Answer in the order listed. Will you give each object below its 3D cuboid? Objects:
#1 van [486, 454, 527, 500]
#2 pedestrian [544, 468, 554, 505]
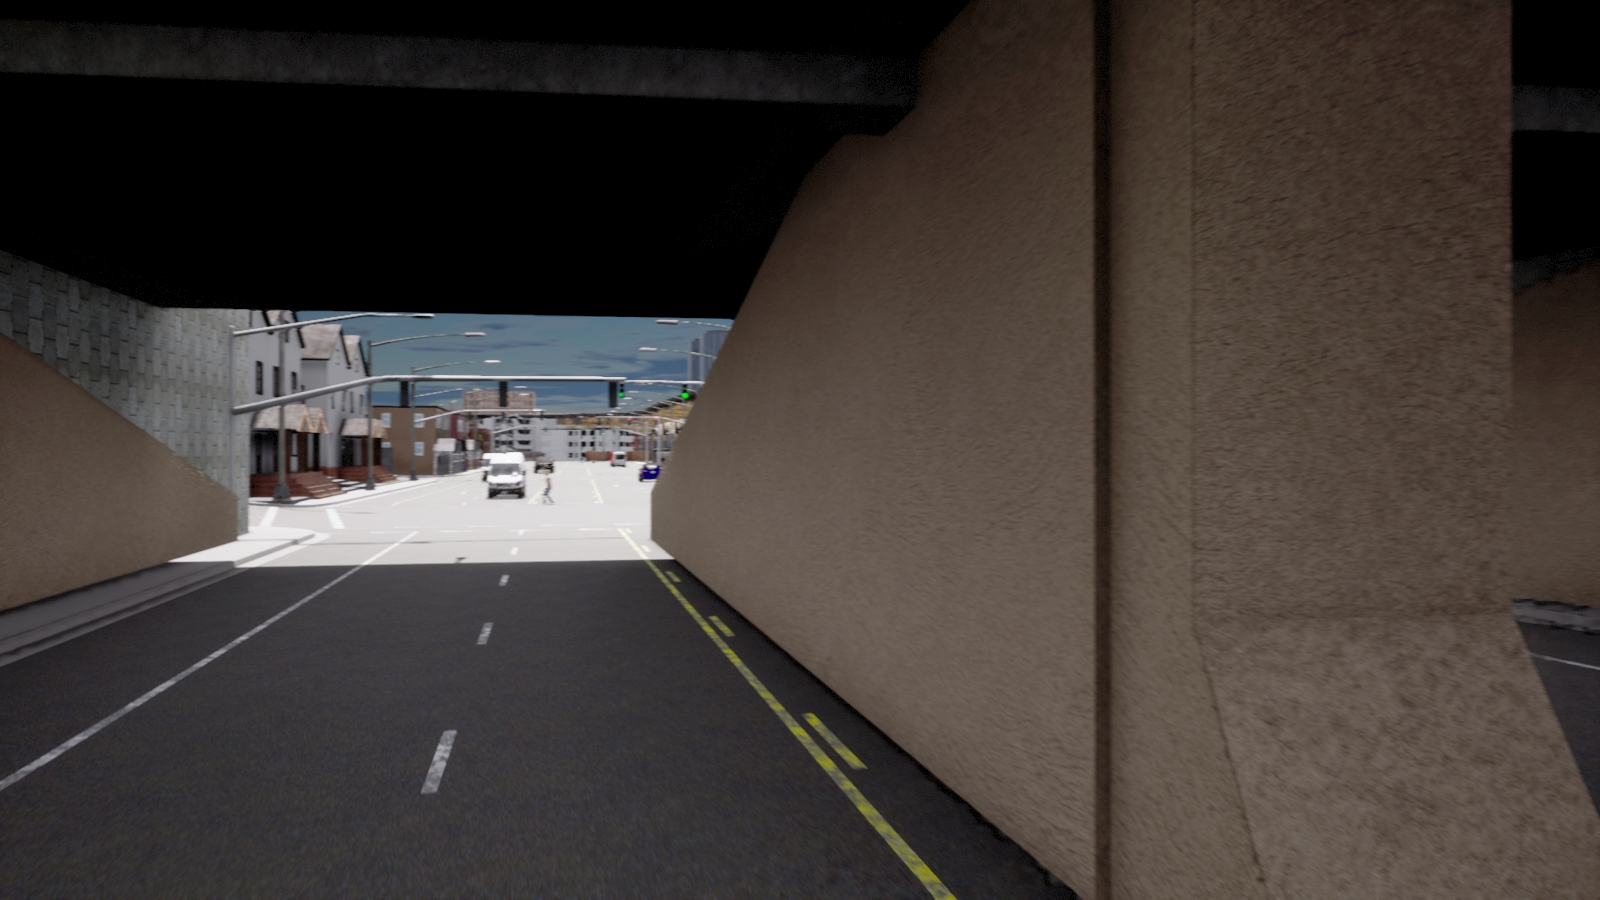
[{"bbox_3d":[-17.450,1.556,68.088,1.988,2.561,5.915,0,0,-11],"label":"van"},{"bbox_3d":[-12.991,1.878,59.113,0.375,1.860,0.375,0,0,-31],"label":"pedestrian"}]
